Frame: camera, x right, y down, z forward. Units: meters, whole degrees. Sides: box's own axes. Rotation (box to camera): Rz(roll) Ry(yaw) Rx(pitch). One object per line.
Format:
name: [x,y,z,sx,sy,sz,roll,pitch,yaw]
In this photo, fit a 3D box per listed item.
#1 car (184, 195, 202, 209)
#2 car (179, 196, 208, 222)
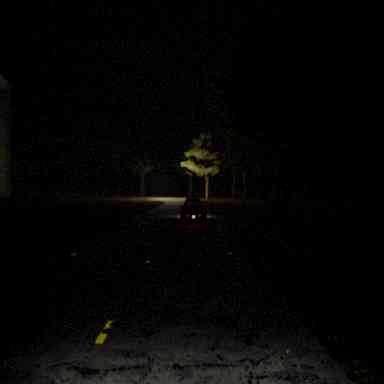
car: [0.112,1.222,41.446,2.128,1.511,4.902,0,0,0]
car: [0.106,1.349,24.507,1.837,1.490,4.892,0,1,0]
